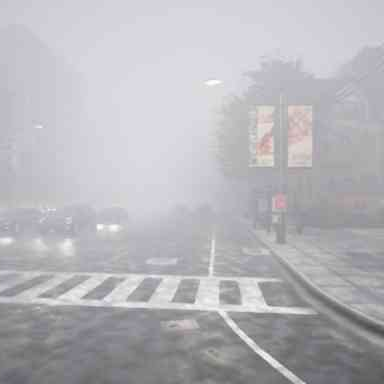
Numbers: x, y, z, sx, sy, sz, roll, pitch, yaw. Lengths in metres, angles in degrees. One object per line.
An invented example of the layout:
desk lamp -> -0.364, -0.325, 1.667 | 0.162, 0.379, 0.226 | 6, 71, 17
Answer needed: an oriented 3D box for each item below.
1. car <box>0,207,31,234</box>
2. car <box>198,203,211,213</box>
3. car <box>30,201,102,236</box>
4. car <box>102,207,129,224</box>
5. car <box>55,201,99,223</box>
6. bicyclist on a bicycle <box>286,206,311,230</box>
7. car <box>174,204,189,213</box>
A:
car -> -11.010, 1.746, 21.046 | 1.837, 1.490, 4.892 | 1, -1, 4
car -> 1.903, 2.437, 50.886 | 1.994, 1.385, 4.181 | 1, -1, 5
car -> -7.536, 1.621, 20.522 | 2.097, 1.767, 4.553 | 1, -1, 4
car -> -6.892, 1.983, 29.130 | 1.994, 1.385, 4.181 | 1, -1, 4
car -> -10.320, 1.752, 30.136 | 2.097, 1.767, 4.553 | 1, -1, 4
bicyclist on a bicycle -> 7.108, 1.752, 22.224 | 1.656, 1.620, 0.582 | 0, -1, 4
car -> -1.593, 2.440, 51.047 | 1.895, 1.301, 4.718 | 1, -1, 5
